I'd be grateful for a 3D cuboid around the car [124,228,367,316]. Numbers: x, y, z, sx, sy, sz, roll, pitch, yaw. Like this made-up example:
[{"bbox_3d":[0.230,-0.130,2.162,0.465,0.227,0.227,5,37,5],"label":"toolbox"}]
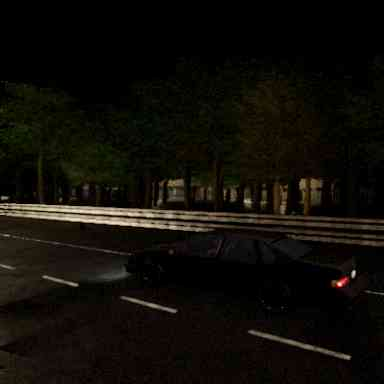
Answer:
[{"bbox_3d":[0.897,1.547,7.533,5.357,1.411,2.033,0,0,36],"label":"car"}]
